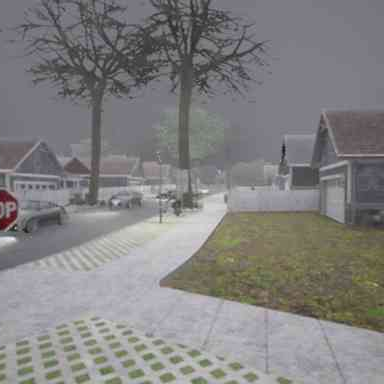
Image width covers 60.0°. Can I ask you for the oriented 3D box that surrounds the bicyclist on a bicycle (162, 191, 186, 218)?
[{"bbox_3d":[-1.176,0.749,20.176,1.656,1.620,0.582,0,2,10],"label":"bicyclist on a bicycle"}]

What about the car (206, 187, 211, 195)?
[{"bbox_3d":[1.948,-0.162,55.241,1.895,1.301,4.718,1,2,10],"label":"car"}]

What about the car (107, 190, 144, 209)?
[{"bbox_3d":[-5.627,0.583,28.686,2.128,1.511,4.902,1,2,10],"label":"car"}]

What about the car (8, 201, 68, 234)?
[{"bbox_3d":[-7.909,1.131,16.322,1.994,1.385,4.181,1,3,10],"label":"car"}]

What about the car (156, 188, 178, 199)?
[{"bbox_3d":[-3.152,0.181,42.537,1.994,1.385,4.181,1,2,10],"label":"car"}]

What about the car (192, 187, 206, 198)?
[{"bbox_3d":[0.266,0.148,45.377,1.895,1.301,4.718,1,2,10],"label":"car"}]
